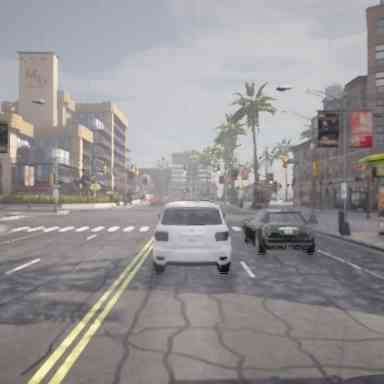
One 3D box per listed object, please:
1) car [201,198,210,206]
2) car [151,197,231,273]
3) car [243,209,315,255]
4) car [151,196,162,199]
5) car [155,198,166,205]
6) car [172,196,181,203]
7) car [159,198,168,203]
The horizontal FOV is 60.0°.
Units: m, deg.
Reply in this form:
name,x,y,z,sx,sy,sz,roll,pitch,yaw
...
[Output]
name,x,y,z,sx,sy,sz,roll,pitch,yaw
car,2.915,2.166,73.638,1.882,1.535,5.008,0,-1,0
car,-0.005,1.328,11.134,2.150,2.045,5.566,0,0,0
car,3.480,1.485,14.142,2.097,1.767,4.553,0,-1,0
car,-7.577,1.899,71.874,2.150,2.045,5.566,0,-1,0
car,-7.656,2.289,81.593,2.128,1.511,4.902,0,-1,0
car,-4.250,2.087,92.175,2.150,2.045,5.566,0,-1,0
car,-7.743,2.400,91.932,2.033,1.411,5.357,0,-1,0
